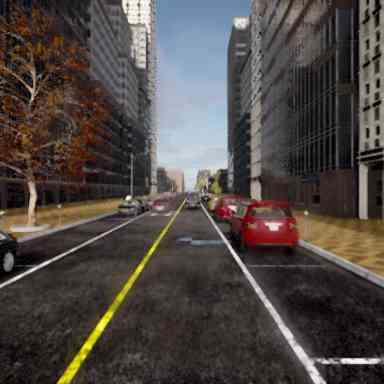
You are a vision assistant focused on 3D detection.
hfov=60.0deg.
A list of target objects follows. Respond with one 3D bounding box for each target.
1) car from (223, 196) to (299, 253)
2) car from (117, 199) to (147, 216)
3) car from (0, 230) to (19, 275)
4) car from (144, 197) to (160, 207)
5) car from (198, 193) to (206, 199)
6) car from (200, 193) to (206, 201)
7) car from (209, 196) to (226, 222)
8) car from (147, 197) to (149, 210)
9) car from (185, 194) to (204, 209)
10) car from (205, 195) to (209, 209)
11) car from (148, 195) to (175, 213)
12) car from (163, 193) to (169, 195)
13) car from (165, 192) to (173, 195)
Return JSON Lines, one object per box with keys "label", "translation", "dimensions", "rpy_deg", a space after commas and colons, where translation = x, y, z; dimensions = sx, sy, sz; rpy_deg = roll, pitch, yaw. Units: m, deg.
{"label": "car", "translation": [2.691, 1.257, 13.312], "dimensions": [2.192, 1.841, 5.009], "rpy_deg": [0, 0, 0]}
{"label": "car", "translation": [-5.694, 1.415, 30.400], "dimensions": [2.008, 1.369, 4.403], "rpy_deg": [0, 0, 0]}
{"label": "car", "translation": [-5.690, 1.518, 7.631], "dimensions": [2.008, 1.369, 4.403], "rpy_deg": [0, 0, 0]}
{"label": "car", "translation": [-5.698, 1.362, 47.476], "dimensions": [1.802, 1.307, 4.206], "rpy_deg": [0, 0, 0]}
{"label": "car", "translation": [2.675, 1.011, 87.308], "dimensions": [1.967, 1.590, 4.097], "rpy_deg": [0, 0, 0]}
{"label": "car", "translation": [2.679, 1.258, 64.543], "dimensions": [1.947, 1.339, 4.313], "rpy_deg": [0, 0, 0]}
{"label": "car", "translation": [2.689, 1.206, 24.697], "dimensions": [2.192, 1.841, 5.009], "rpy_deg": [0, 0, 0]}
{"label": "car", "translation": [-5.696, 1.403, 36.093], "dimensions": [1.947, 1.339, 4.313], "rpy_deg": [0, 0, 0]}
{"label": "car", "translation": [0.091, 1.304, 41.125], "dimensions": [2.128, 1.511, 4.902], "rpy_deg": [0, 0, 0]}
{"label": "car", "translation": [2.685, 1.361, 36.251], "dimensions": [1.752, 1.417, 4.829], "rpy_deg": [0, 0, 0]}
{"label": "car", "translation": [-3.104, 1.369, 34.693], "dimensions": [1.812, 1.442, 4.674], "rpy_deg": [0, 0, 0]}
{"label": "car", "translation": [-5.700, 1.273, 58.861], "dimensions": [2.008, 1.369, 4.403], "rpy_deg": [0, 0, 0]}
{"label": "car", "translation": [-5.703, 1.208, 70.245], "dimensions": [1.887, 1.381, 4.507], "rpy_deg": [0, 0, 0]}
